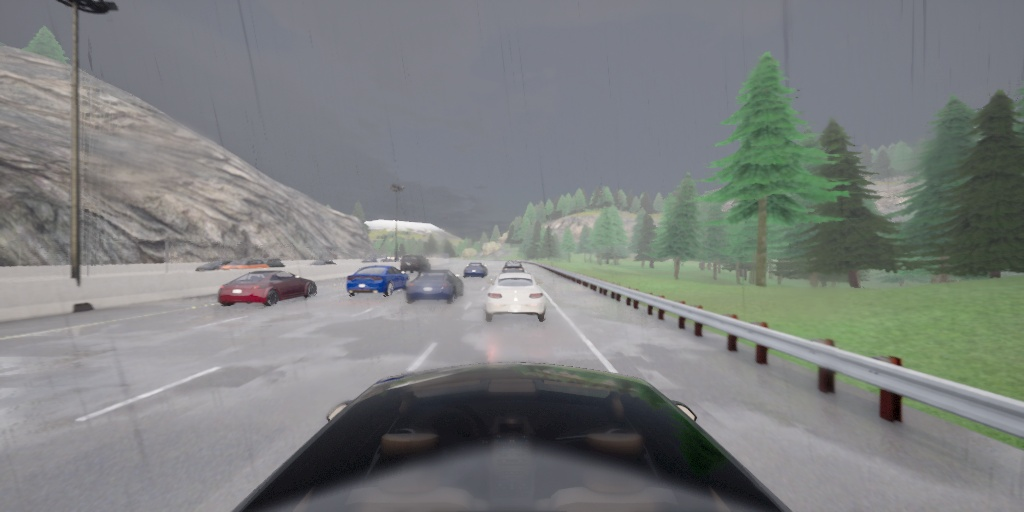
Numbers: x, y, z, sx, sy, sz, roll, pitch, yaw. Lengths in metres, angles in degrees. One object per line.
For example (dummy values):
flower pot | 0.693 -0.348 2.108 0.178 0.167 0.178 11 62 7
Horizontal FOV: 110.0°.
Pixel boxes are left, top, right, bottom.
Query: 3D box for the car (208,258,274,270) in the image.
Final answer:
car | -24.584 1.081 32.743 2.097 1.767 4.553 0 0 0

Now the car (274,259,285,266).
car | -28.072 1.075 40.758 2.097 1.767 4.553 0 0 0

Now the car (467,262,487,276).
car | -3.393 1.292 33.904 1.994 1.385 4.181 0 0 0

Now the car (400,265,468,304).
car | -3.394 1.304 16.480 1.994 1.385 4.181 0 0 0

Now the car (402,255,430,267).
car | -10.390 0.946 38.825 2.150 2.045 5.566 0 0 0

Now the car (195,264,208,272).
car | -31.574 1.228 38.835 1.837 1.490 4.892 0 0 0

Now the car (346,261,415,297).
car | -6.898 1.216 18.968 1.882 1.535 5.008 0 0 0

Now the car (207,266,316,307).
car | -10.399 1.304 15.583 1.994 1.385 4.181 0 0 0

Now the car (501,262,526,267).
car | 0.107 1.222 30.071 2.128 1.511 4.902 0 0 0

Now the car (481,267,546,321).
car | 0.103 1.269 12.341 1.812 1.442 4.674 0 0 0

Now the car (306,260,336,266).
car | -21.079 1.229 39.401 1.837 1.490 4.892 0 0 0
